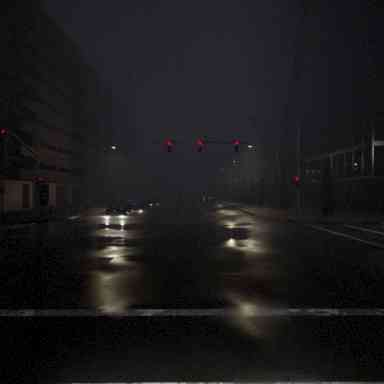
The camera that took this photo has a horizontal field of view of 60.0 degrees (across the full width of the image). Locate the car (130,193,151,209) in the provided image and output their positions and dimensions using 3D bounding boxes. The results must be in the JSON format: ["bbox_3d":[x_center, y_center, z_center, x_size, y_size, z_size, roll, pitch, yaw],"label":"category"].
[{"bbox_3d":[-7.441,1.221,45.688,2.150,2.045,5.566,0,0,1],"label":"car"}]

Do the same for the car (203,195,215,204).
[{"bbox_3d":[3.453,1.488,64.709,2.128,1.511,4.902,0,0,1],"label":"car"}]

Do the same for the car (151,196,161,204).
[{"bbox_3d":[-7.168,1.544,65.603,2.033,1.411,5.357,0,0,1],"label":"car"}]

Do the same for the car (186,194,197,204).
[{"bbox_3d":[-0.046,1.561,64.617,1.994,1.385,4.181,0,0,1],"label":"car"}]

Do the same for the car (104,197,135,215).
[{"bbox_3d":[-7.471,1.524,34.219,1.812,1.442,4.674,0,0,0],"label":"car"}]

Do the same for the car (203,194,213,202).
[{"bbox_3d":[3.456,1.351,74.574,2.097,1.767,4.553,0,0,1],"label":"car"}]
